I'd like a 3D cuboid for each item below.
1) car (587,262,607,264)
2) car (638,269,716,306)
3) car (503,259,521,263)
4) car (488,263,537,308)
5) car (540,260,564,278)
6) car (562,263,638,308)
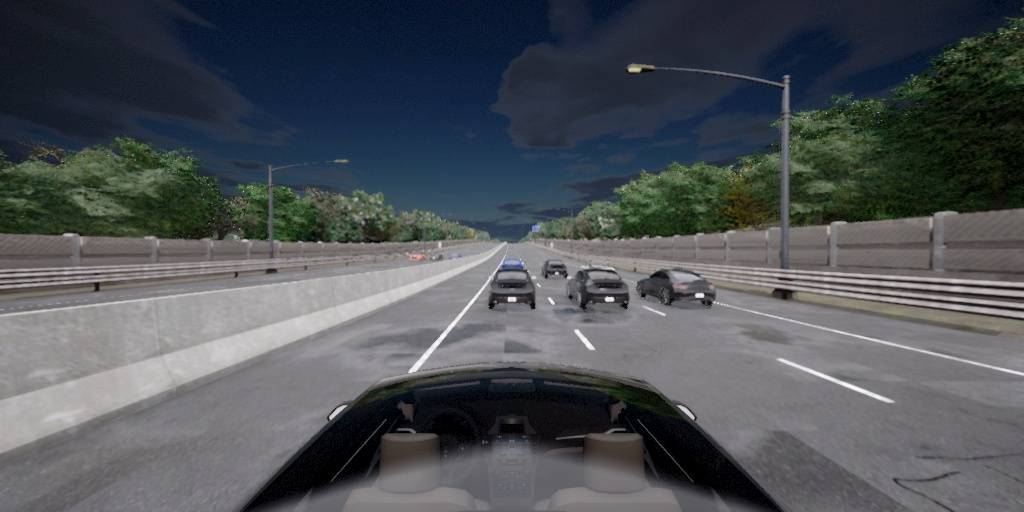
[{"bbox_3d":[7.015,1.132,29.991,1.895,1.301,4.718,0,1,0],"label":"car"},{"bbox_3d":[7.023,1.284,15.675,1.812,1.442,4.674,0,1,0],"label":"car"},{"bbox_3d":[0.026,0.987,30.985,1.882,1.535,5.008,0,1,1],"label":"car"},{"bbox_3d":[0.019,1.269,15.292,1.837,1.490,4.892,0,1,0],"label":"car"},{"bbox_3d":[3.518,1.033,30.231,1.837,1.490,4.892,0,2,0],"label":"car"},{"bbox_3d":[3.519,1.269,15.283,1.837,1.490,4.892,0,1,0],"label":"car"}]
